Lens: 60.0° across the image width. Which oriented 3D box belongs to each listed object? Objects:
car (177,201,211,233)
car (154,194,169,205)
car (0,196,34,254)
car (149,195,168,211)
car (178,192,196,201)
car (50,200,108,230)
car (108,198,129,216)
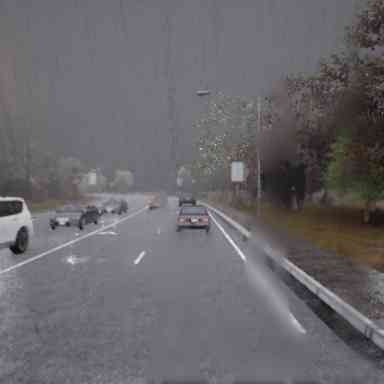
[{"bbox_3d":[0.084,1.473,19.156,2.033,1.411,5.357,0,0,0],"label":"car"},{"bbox_3d":[-4.753,1.144,51.209,2.128,1.511,4.902,0,1,-7],"label":"car"},{"bbox_3d":[-7.099,1.185,10.404,2.150,2.045,5.566,0,0,0],"label":"car"},{"bbox_3d":[-3.805,1.350,38.090,1.994,1.385,4.181,0,1,-3],"label":"car"},{"bbox_3d":[-0.663,0.954,43.910,2.150,2.045,5.566,0,1,-4],"label":"car"},{"bbox_3d":[-7.062,1.409,20.576,2.128,1.511,4.902,0,0,0],"label":"car"},{"bbox_3d":[-7.135,1.339,30.964,2.128,1.511,4.902,0,0,-1],"label":"car"}]
